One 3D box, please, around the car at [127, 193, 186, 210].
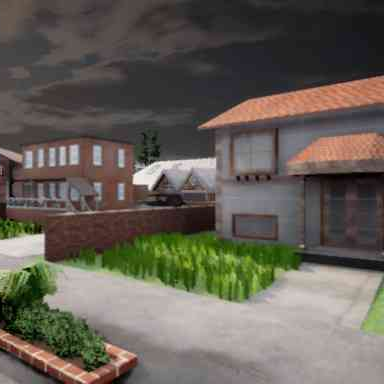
[{"bbox_3d":[-2.143,0.970,20.187,3.866,1.878,1.905,0,0,36],"label":"car"}]
